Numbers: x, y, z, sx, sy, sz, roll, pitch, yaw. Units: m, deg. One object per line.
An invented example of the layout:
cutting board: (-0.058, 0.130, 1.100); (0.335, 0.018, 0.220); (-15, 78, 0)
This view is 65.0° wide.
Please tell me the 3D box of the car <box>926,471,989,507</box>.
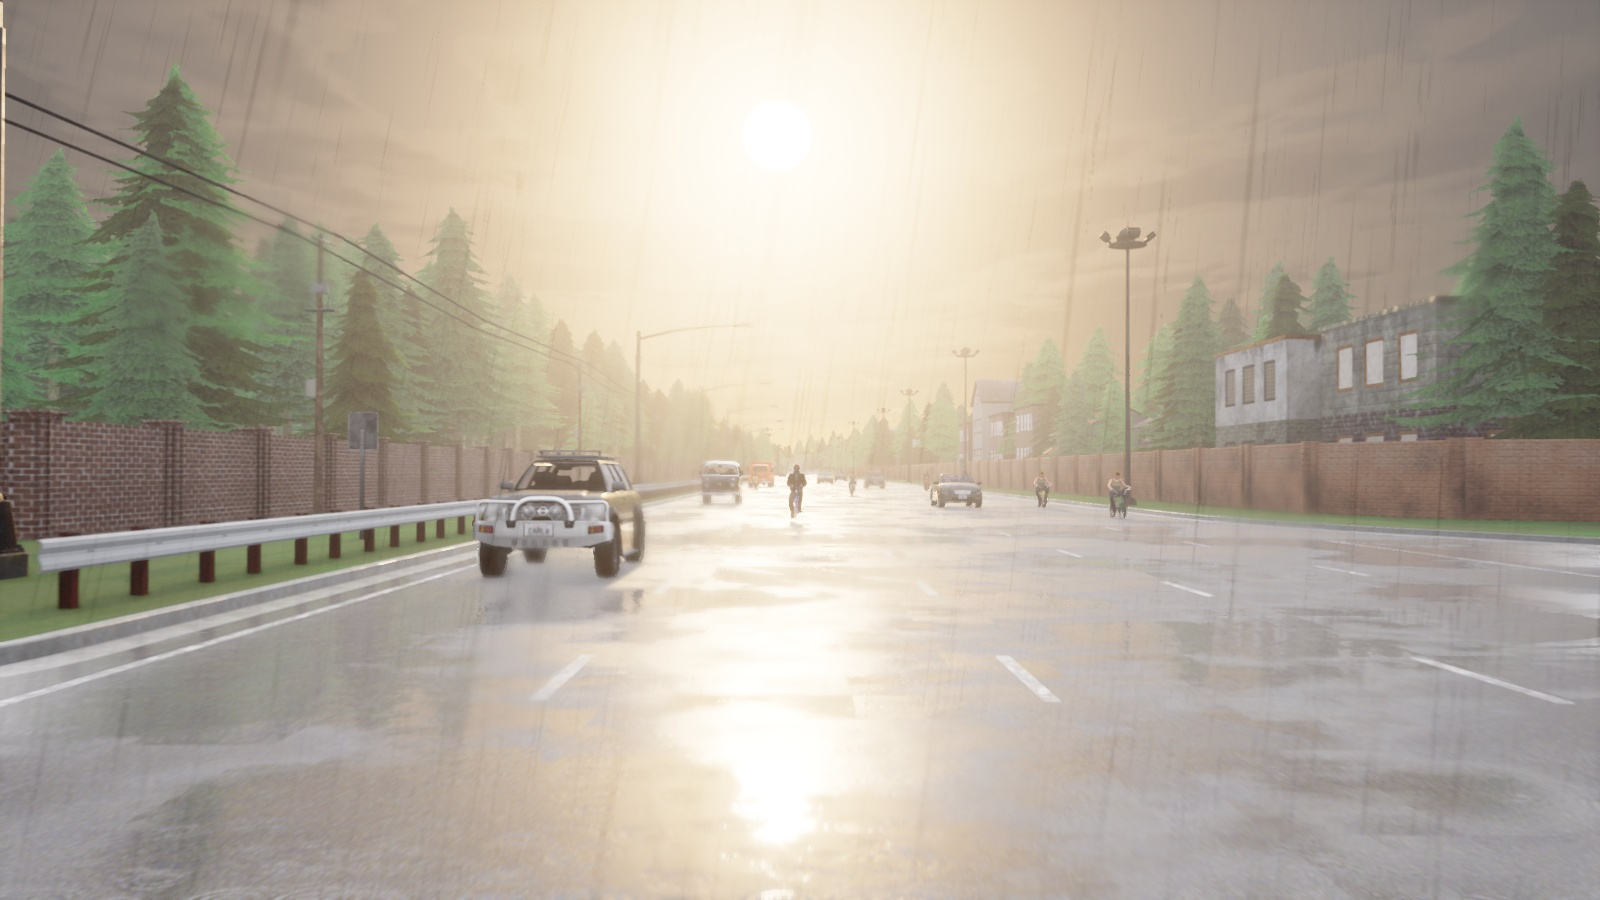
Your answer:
car: (6.863, 1.669, 55.301); (2.128, 1.511, 4.902); (0, -1, 0)

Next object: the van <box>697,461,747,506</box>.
van: (-3.649, 1.550, 59.560); (2.069, 2.038, 4.480); (0, -1, 0)

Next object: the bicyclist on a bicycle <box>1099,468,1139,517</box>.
bicyclist on a bicycle: (10.627, 1.410, 41.895); (0.866, 1.612, 1.509); (0, -1, -5)

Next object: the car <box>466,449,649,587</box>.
car: (-3.549, 0.970, 19.255); (1.932, 1.855, 4.605); (0, -1, 0)
